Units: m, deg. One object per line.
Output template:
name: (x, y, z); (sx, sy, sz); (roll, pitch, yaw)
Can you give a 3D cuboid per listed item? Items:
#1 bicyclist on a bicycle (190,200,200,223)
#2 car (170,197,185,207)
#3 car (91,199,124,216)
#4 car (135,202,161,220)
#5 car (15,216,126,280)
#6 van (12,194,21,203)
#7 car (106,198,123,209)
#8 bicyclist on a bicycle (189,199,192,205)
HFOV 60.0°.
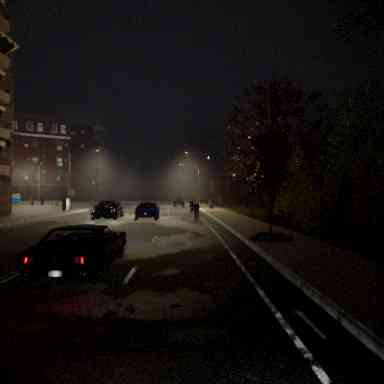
bicyclist on a bicycle: (0.358, 1.561, 25.598); (0.582, 1.620, 1.656); (0, -1, -2)
car: (-2.296, 1.734, 56.093); (1.837, 1.490, 4.892); (0, 0, -5)
car: (-7.278, 1.480, 28.856); (2.097, 1.767, 4.553); (0, 0, -3)
car: (-3.844, 1.605, 29.220); (1.882, 1.535, 5.008); (0, 0, -2)
car: (-3.259, 1.646, 10.067); (1.895, 1.301, 4.718); (0, 0, -1)
van: (-33.939, 1.179, 61.847); (3.998, 1.788, 1.690); (1, -2, -34)
car: (-11.770, 1.746, 50.893); (1.812, 1.442, 4.674); (0, 0, -4)
bicyclist on a bicycle: (-0.052, 1.599, 34.678); (0.582, 1.620, 1.656); (0, -1, -3)
